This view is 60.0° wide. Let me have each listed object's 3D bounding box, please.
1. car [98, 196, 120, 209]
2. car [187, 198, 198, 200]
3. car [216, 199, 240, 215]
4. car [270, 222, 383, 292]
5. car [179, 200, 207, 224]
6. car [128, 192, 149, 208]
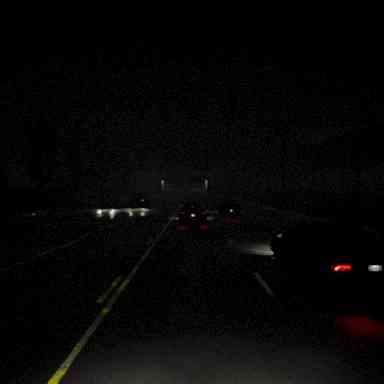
[{"bbox_3d":[-10.611,1.332,42.995,1.882,1.535,5.008,0,0,0],"label":"car"},{"bbox_3d":[0.050,1.456,42.036,1.895,1.301,4.718,0,1,0],"label":"car"},{"bbox_3d":[3.563,1.441,32.579,1.837,1.490,4.892,0,0,0],"label":"car"},{"bbox_3d":[3.587,1.538,9.022,2.033,1.411,5.357,0,0,0],"label":"car"},{"bbox_3d":[0.072,1.539,24.369,1.994,1.385,4.181,0,0,0],"label":"car"},{"bbox_3d":[-7.094,1.056,44.861,2.150,2.045,5.566,0,0,1],"label":"car"}]
